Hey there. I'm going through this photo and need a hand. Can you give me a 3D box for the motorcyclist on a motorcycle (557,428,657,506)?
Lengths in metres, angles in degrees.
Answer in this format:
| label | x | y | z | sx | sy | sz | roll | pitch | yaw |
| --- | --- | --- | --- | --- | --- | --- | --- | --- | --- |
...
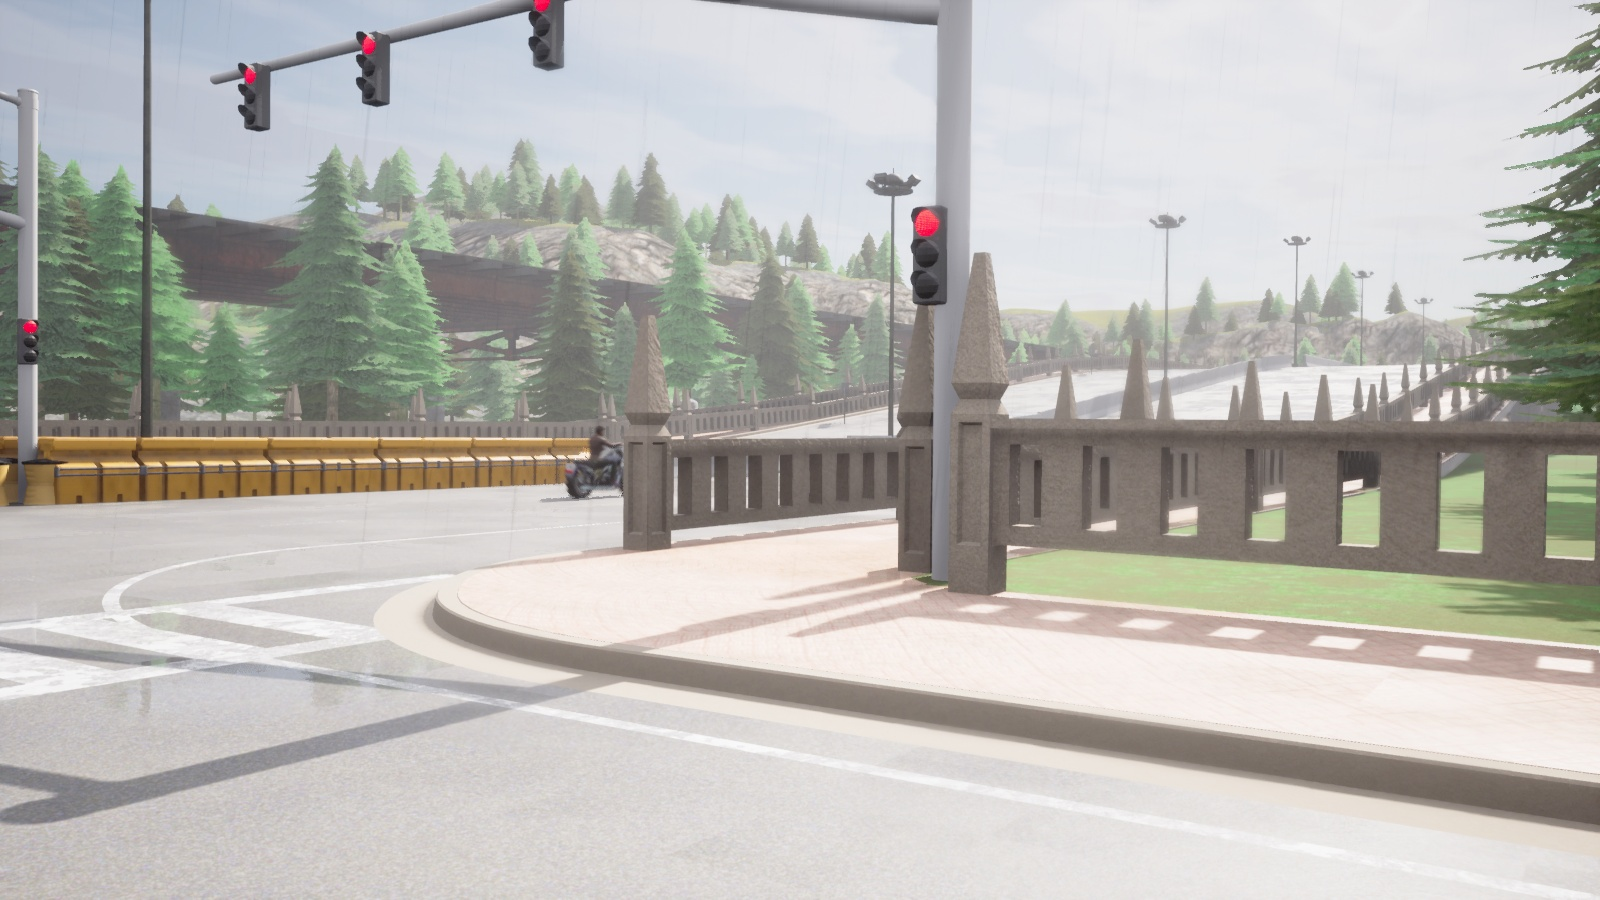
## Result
| label | x | y | z | sx | sy | sz | roll | pitch | yaw |
| --- | --- | --- | --- | --- | --- | --- | --- | --- | --- |
| motorcyclist on a motorcycle | -4.237 | 0.341 | 27.762 | 0.766 | 1.649 | 2.350 | 0 | 1 | 34 |
